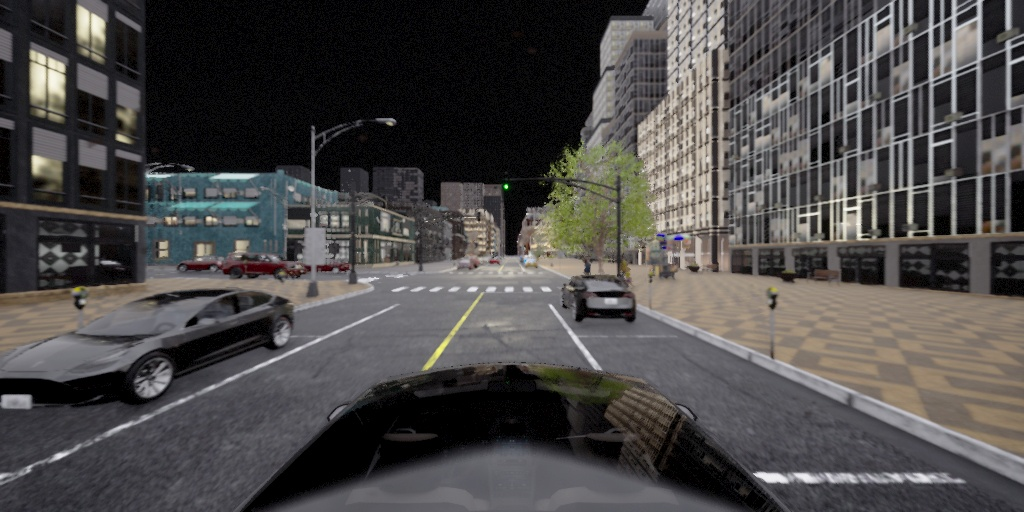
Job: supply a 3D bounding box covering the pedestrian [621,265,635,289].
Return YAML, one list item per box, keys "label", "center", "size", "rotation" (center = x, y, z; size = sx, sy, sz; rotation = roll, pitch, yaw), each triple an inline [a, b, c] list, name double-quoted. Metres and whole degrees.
- label: "pedestrian"
  center: [6.155, 1.169, 18.805]
  size: [0.500, 1.100, 0.500]
  rotation: [0, 0, 0]

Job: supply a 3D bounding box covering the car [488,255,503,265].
- label: "car"
  center: [-3.015, 0.977, 64.007]
  size: [1.895, 1.301, 4.718]
  rotation: [0, 0, 0]

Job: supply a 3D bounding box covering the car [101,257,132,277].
- label: "car"
  center: [-28.253, 0.841, 24.766]
  size: [4.207, 1.307, 1.802]
  rotation: [0, 0, -1]

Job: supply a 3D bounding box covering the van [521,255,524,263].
- label: "van"
  center: [2.685, 0.769, 55.420]
  size: [1.690, 1.789, 3.998]
  rotation: [0, 0, 0]

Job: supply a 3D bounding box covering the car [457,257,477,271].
- label: "car"
  center: [-5.694, 1.077, 44.315]
  size: [1.802, 1.307, 4.207]
  rotation: [0, 0, 0]

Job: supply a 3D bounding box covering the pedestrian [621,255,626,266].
- label: "pedestrian"
  center: [6.014, 0.785, 19.405]
  size: [0.375, 1.860, 0.375]
  rotation: [0, 0, 0]

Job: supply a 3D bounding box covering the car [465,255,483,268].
- label: "car"
  center: [-5.695, 0.776, 49.865]
  size: [2.192, 1.841, 5.009]
  rotation: [0, 0, 0]

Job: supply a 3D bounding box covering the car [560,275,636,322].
- label: "car"
  center: [2.690, 1.255, 11.840]
  size: [1.948, 1.339, 4.313]
  rotation: [0, 0, 0]

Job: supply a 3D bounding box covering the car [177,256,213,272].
- label: "car"
  center: [-28.372, 0.689, 33.146]
  size: [4.097, 1.591, 1.967]
  rotation: [0, 0, -1]

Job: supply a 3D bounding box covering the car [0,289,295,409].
- label: "car"
  center: [-5.689, 1.288, 6.300]
  size: [1.948, 1.339, 4.313]
  rotation: [0, 0, 0]

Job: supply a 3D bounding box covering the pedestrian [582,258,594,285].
- label: "pedestrian"
  center: [4.199, 0.934, 20.006]
  size: [0.375, 1.860, 0.375]
  rotation: [0, 0, 0]

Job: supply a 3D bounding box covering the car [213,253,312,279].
- label: "car"
  center: [-17.161, 0.709, 24.924]
  size: [5.009, 1.841, 2.192]
  rotation: [0, 0, -1]

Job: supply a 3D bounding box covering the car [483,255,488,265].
- label: "car"
  center: [-5.696, 0.946, 60.968]
  size: [2.007, 1.370, 4.403]
  rotation: [0, 0, 0]

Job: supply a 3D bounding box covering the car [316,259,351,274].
- label: "car"
  center: [-17.280, 0.930, 33.304]
  size: [4.507, 1.381, 1.888]
  rotation: [0, 0, -1]

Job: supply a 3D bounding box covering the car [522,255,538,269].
- label: "car"
  center: [2.685, 0.987, 50.039]
  size: [1.751, 1.417, 4.829]
  rotation: [0, 0, 0]
